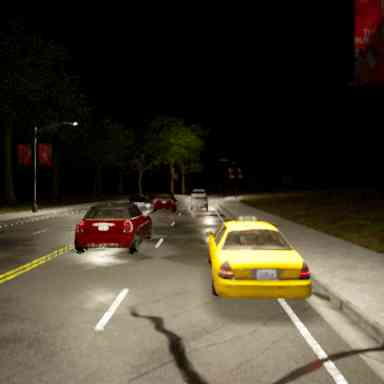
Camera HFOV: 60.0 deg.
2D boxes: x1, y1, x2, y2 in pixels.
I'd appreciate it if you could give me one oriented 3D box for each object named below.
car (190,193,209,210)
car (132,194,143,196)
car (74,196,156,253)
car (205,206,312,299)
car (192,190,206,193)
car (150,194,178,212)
[{"bbox_3d":[0.790,1.119,35.315,1.812,1.442,4.674,0,1,1],"label":"car"},{"bbox_3d":[-8.263,0.977,51.147,1.994,1.385,4.181,0,1,5],"label":"car"},{"bbox_3d":[-2.864,1.194,13.041,2.097,1.767,4.553,0,1,1],"label":"car"},{"bbox_3d":[1.330,1.356,8.275,1.801,1.575,5.366,0,1,1],"label":"car"},{"bbox_3d":[1.040,0.699,45.194,2.150,2.045,5.566,0,1,5],"label":"car"},{"bbox_3d":[-2.489,0.977,32.246,2.097,1.767,4.553,0,1,1],"label":"car"}]
